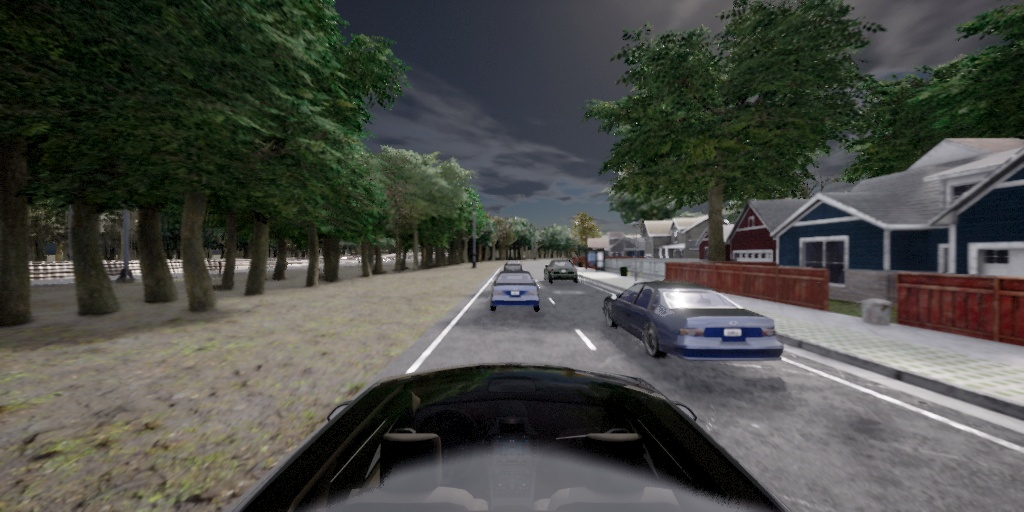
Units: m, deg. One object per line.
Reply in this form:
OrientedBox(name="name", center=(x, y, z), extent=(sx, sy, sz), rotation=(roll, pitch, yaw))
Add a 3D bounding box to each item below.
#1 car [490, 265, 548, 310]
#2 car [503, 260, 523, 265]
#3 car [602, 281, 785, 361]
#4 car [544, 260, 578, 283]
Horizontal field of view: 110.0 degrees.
OrientedBox(name="car", center=(0.102, 1.283, 14.495), extent=(2.033, 1.411, 5.357), rotation=(0, 0, 0))
OrientedBox(name="car", center=(0.107, 1.153, 36.836), extent=(2.128, 1.511, 4.902), rotation=(0, 0, 0))
OrientedBox(name="car", center=(3.603, 1.292, 8.369), extent=(2.033, 1.411, 5.357), rotation=(0, 0, 0))
OrientedBox(name="car", center=(3.606, 1.055, 27.192), extent=(2.097, 1.767, 4.553), rotation=(0, 0, 0))
